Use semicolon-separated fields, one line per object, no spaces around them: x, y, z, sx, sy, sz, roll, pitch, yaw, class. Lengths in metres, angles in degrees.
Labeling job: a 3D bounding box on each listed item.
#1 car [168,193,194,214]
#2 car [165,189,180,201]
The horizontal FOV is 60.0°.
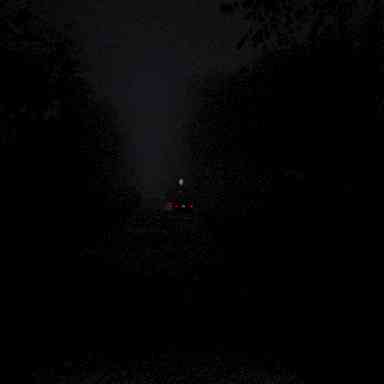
-0.865;1.122;29.603;2.033;1.411;5.357;0;2;-4;car
-2.553;0.329;44.787;2.128;1.511;4.902;1;4;-7;car
